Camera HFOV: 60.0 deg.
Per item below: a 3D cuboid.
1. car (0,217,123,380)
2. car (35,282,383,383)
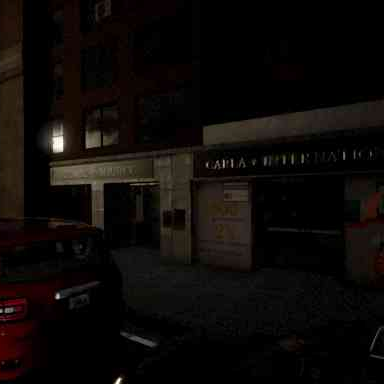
[{"bbox_3d":[-3.214,1.318,5.148,5.009,1.841,2.192,0,-1,35],"label":"car"},{"bbox_3d":[1.248,1.551,1.965,4.403,1.369,2.008,0,-1,35],"label":"car"}]
